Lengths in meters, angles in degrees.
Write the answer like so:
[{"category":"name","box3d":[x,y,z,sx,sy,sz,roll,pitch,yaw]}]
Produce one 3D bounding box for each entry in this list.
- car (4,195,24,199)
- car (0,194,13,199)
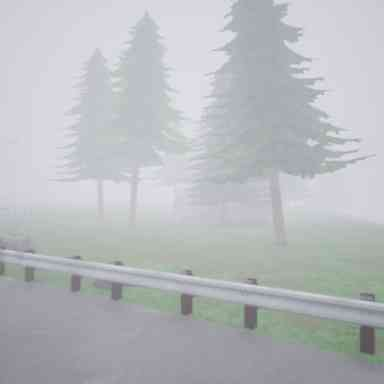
[{"category":"car","box3d":[-36.672,1.775,70.314,1.895,1.301,4.718,0,0,6]},{"category":"car","box3d":[-40.156,1.424,70.683,2.150,2.045,5.566,0,0,6]}]
